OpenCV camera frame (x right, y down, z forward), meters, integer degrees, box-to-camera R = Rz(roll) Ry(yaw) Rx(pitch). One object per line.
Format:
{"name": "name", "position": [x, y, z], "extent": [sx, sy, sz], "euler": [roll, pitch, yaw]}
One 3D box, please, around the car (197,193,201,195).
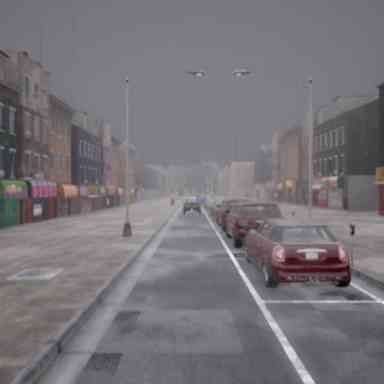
{"name": "car", "position": [2.624, 1.420, 74.066], "extent": [1.967, 1.590, 4.097], "euler": [-1, 0, 0]}

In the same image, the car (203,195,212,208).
{"name": "car", "position": [2.628, 1.483, 41.822], "extent": [1.752, 1.417, 4.829], "euler": [-1, 0, 0]}

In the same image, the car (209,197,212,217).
{"name": "car", "position": [2.628, 1.404, 25.445], "extent": [1.967, 1.590, 4.097], "euler": [-1, 0, 0]}

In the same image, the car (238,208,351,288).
{"name": "car", "position": [2.630, 1.423, 9.238], "extent": [1.967, 1.590, 4.097], "euler": [-1, 0, 0]}

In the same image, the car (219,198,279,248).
{"name": "car", "position": [2.628, 1.290, 14.639], "extent": [2.192, 1.841, 5.009], "euler": [-1, 0, 0]}

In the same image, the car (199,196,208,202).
{"name": "car", "position": [2.625, 1.554, 79.468], "extent": [1.947, 1.339, 4.313], "euler": [-1, 0, 0]}

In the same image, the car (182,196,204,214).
{"name": "car", "position": [0.005, 1.465, 35.072], "extent": [1.837, 1.490, 4.892], "euler": [0, 0, 0]}

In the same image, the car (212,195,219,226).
{"name": "car", "position": [2.627, 1.284, 20.042], "extent": [2.192, 1.841, 5.009], "euler": [-1, 0, 0]}

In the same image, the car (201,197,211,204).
{"name": "car", "position": [2.627, 1.550, 63.261], "extent": [1.802, 1.307, 4.206], "euler": [-1, 0, 0]}

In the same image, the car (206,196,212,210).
{"name": "car", "position": [2.628, 1.400, 30.847], "extent": [1.967, 1.590, 4.097], "euler": [-1, 0, 0]}

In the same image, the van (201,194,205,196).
{"name": "van", "position": [2.625, 1.301, 52.457], "extent": [1.690, 1.788, 3.998], "euler": [-1, 0, 0]}
